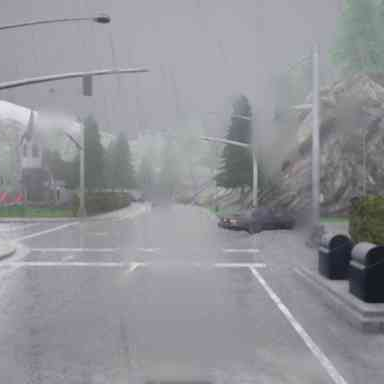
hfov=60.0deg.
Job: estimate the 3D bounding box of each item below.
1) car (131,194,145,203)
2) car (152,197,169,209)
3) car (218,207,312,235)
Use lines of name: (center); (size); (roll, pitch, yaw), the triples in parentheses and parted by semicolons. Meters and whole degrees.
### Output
car: (-10.819, 1.285, 65.447); (2.097, 1.767, 4.553); (0, 0, -29)
car: (-4.145, 1.460, 43.394); (1.837, 1.490, 4.892); (0, 0, -7)
car: (4.125, 1.529, 18.380); (5.357, 1.411, 2.033); (0, 0, -21)
